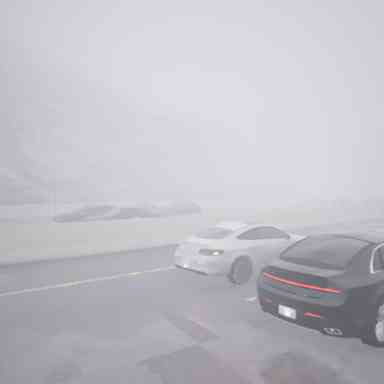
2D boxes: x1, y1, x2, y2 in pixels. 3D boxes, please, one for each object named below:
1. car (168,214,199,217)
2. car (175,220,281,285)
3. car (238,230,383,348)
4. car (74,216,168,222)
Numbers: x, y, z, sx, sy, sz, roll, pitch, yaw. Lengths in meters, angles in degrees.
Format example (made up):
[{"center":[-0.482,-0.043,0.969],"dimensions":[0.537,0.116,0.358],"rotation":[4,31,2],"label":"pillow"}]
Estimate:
[{"center":[-1.263,1.542,29.944],"dimensions":[4.902,1.511,2.128],"rotation":[0,0,-41],"label":"car"},{"center":[1.675,1.540,9.512],"dimensions":[4.674,1.442,1.812],"rotation":[0,0,-38],"label":"car"},{"center":[3.322,1.512,6.366],"dimensions":[4.892,1.490,1.837],"rotation":[0,0,-37],"label":"car"},{"center":[-3.929,1.561,18.690],"dimensions":[4.674,1.442,1.812],"rotation":[0,0,-38],"label":"car"}]
